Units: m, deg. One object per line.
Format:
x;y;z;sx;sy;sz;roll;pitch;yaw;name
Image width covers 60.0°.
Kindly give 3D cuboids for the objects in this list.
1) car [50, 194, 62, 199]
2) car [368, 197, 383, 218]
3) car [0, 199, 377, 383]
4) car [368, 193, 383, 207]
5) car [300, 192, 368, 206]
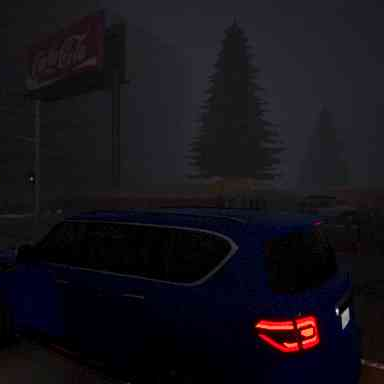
-13.986;1.222;36.249;2.150;2.045;5.566;0;0;35;car
11.109;1.338;24.067;4.193;1.474;1.816;0;0;35;car
-0.795;1.221;4.566;5.566;2.045;2.150;0;0;36;car
26.613;1.285;47.798;3.988;1.617;1.851;0;0;35;car
9.169;1.149;22.010;3.866;1.878;1.905;0;0;35;car
